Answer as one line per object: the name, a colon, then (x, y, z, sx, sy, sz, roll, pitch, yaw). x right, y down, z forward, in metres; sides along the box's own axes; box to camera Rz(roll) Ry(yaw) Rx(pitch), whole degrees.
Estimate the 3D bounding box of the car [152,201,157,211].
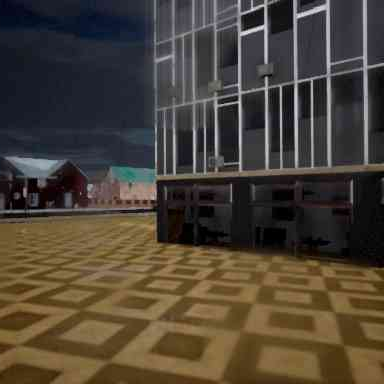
car: (-3.499, 1.847, 48.347, 2.097, 1.767, 4.553, -1, -1, 43)
